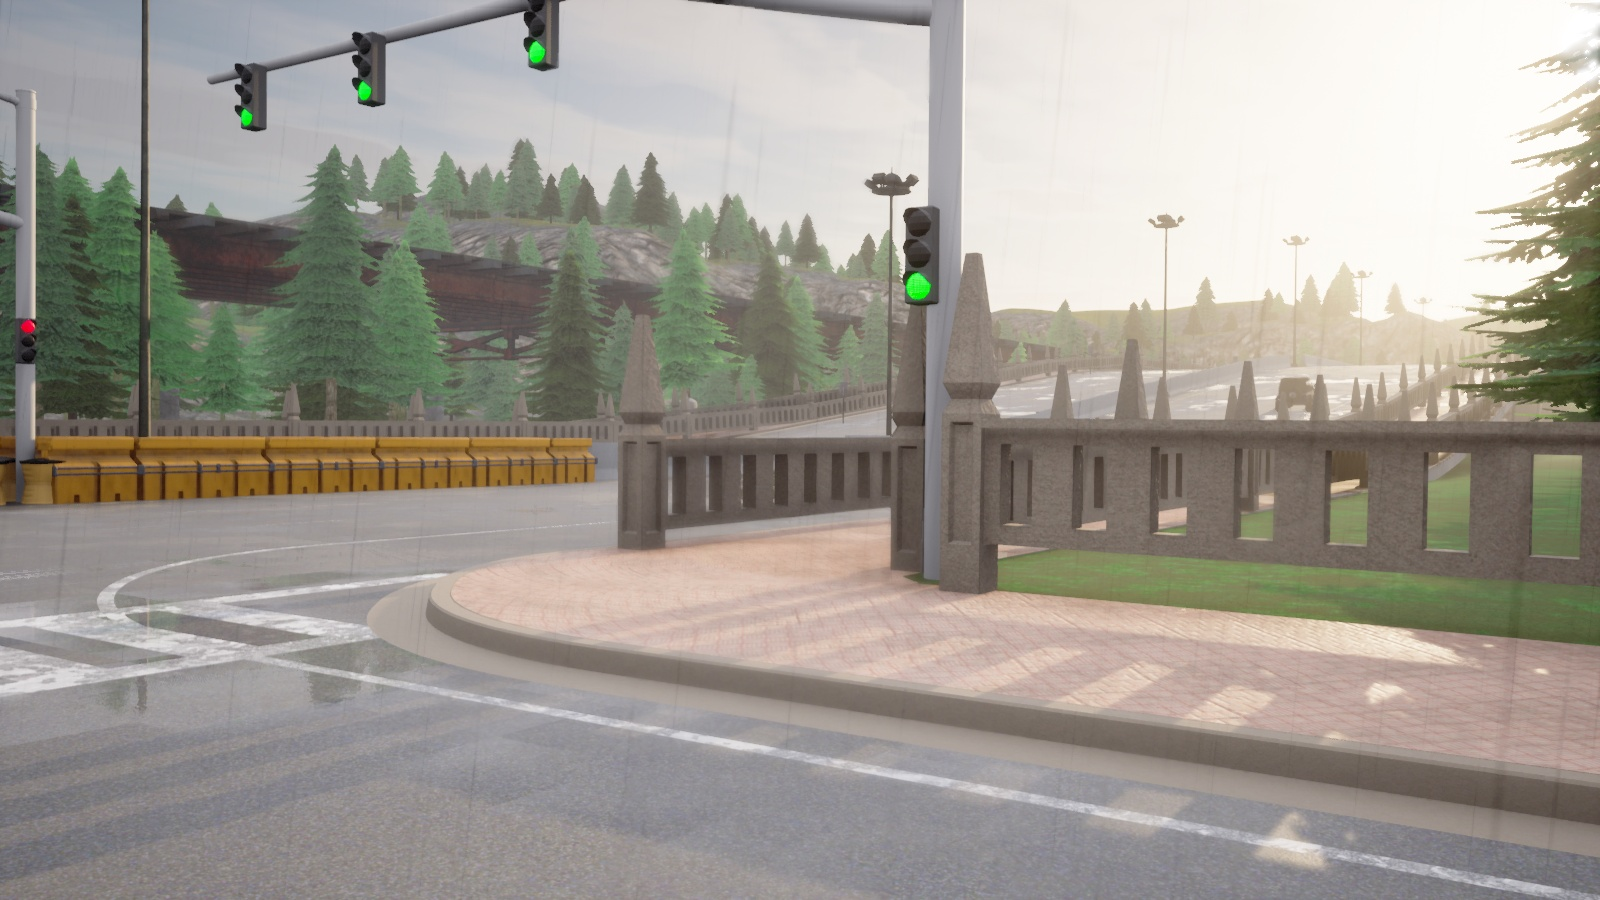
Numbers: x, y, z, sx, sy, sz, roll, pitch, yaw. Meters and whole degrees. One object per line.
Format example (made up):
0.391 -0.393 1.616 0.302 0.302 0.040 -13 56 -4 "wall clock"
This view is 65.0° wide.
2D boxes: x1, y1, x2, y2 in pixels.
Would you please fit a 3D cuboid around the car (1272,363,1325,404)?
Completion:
27.627 -3.690 69.545 1.905 1.878 3.866 0 8 34 "car"
